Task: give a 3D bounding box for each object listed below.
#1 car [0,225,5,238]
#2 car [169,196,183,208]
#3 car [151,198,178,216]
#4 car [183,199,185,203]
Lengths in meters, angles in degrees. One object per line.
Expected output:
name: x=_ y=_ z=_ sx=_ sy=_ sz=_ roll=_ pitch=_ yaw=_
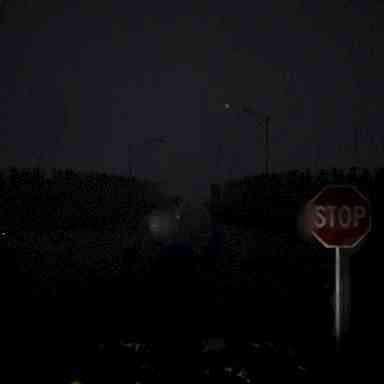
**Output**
car: x=-10.207 y=1.501 z=13.889 sx=4.181 sy=1.385 sz=1.994 roll=0 pitch=-1 yaw=1
car: x=-2.692 y=1.505 z=48.169 sx=1.837 sy=1.490 sz=4.892 roll=0 pitch=0 yaw=0
car: x=-2.749 y=1.567 z=32.113 sx=1.994 sy=1.385 sz=4.181 roll=0 pitch=0 yaw=0
car: x=-2.558 y=1.513 z=65.071 sx=1.812 sy=1.442 sz=4.674 roll=0 pitch=0 yaw=1
